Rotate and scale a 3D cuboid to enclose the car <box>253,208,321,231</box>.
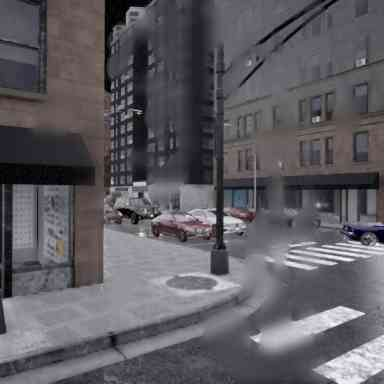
[{"bbox_3d":[6.325,1.709,22.007,2.008,1.369,4.403,0,0,-35],"label":"car"}]

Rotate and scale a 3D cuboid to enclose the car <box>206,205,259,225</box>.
[{"bbox_3d":[3.155,1.795,26.537,1.802,1.307,4.206,0,0,-35],"label":"car"}]

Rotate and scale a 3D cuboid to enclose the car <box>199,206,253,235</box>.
[{"bbox_3d":[1.071,1.663,19.126,1.812,1.442,4.674,0,-1,-34],"label":"car"}]

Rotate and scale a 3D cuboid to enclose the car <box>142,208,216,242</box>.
[{"bbox_3d":[-0.645,1.701,17.098,1.802,1.307,4.206,0,0,-35],"label":"car"}]

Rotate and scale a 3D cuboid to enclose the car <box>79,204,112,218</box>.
[{"bbox_3d":[-10.356,1.939,35.487,1.895,1.301,4.718,0,-1,-35],"label":"car"}]

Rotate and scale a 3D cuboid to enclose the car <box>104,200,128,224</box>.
[{"bbox_3d":[-6.988,1.670,26.160,1.967,1.590,4.097,0,0,-35],"label":"car"}]

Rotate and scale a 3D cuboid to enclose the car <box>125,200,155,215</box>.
[{"bbox_3d":[-6.357,1.821,40.127,1.967,1.590,4.097,0,0,-35],"label":"car"}]

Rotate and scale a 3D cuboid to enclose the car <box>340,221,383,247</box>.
[{"bbox_3d":[9.097,1.673,14.472,4.718,1.301,1.895,0,0,11],"label":"car"}]

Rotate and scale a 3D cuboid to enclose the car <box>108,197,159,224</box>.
[{"bbox_3d":[-4.611,1.458,27.262,2.150,2.045,5.566,0,-1,-35],"label":"car"}]

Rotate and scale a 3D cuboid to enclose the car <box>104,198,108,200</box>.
[{"bbox_3d":[-12.699,1.809,49.187,2.192,1.841,5.009,0,0,-35],"label":"car"}]
